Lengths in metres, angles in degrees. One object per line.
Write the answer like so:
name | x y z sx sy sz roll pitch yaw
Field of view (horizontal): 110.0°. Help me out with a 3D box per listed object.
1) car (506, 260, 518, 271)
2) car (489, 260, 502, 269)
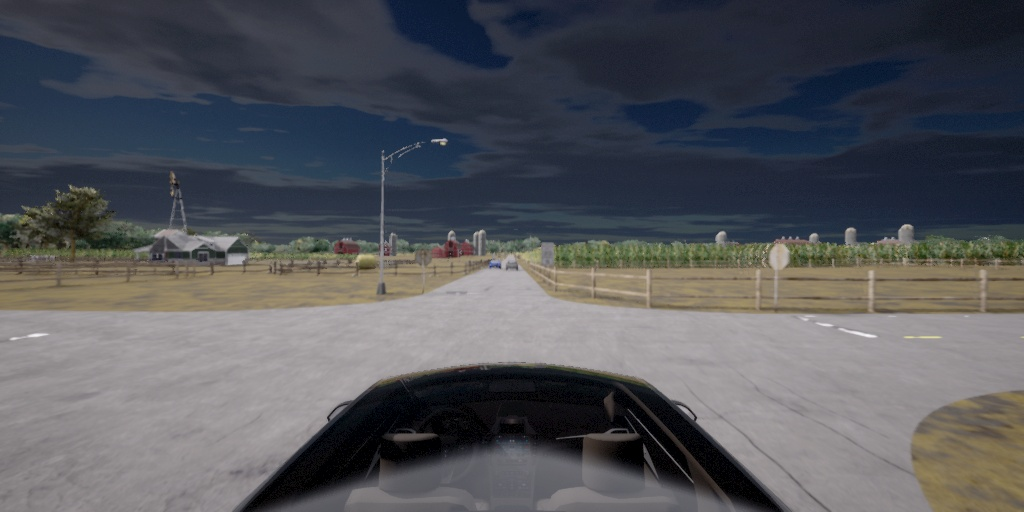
car | 0.017 1.367 53.564 2.128 1.511 4.902 0 0 0
car | -2.732 1.356 59.395 1.882 1.535 5.008 0 0 0
